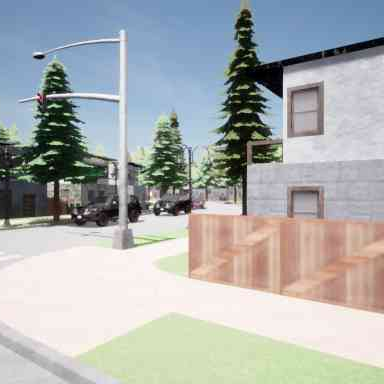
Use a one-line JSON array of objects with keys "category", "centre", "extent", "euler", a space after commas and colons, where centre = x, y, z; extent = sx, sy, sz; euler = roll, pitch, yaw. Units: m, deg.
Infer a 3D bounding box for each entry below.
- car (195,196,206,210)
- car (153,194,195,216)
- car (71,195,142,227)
[{"category": "car", "centre": [0.571, 1.333, 43.111], "extent": [2.097, 1.767, 4.553], "euler": [0, 0, 7]}, {"category": "car", "centre": [-1.851, 1.202, 32.522], "extent": [2.150, 2.045, 5.566], "euler": [0, 0, 18]}, {"category": "car", "centre": [-5.735, 1.202, 23.142], "extent": [2.150, 2.045, 5.566], "euler": [0, 0, 27]}]
